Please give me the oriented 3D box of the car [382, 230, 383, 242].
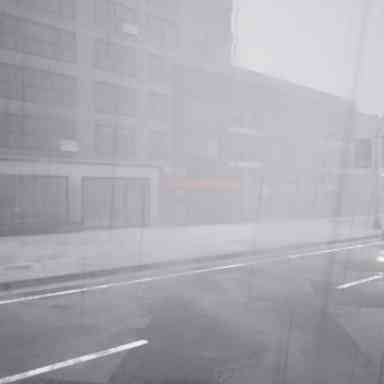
[{"bbox_3d":[10.563,1.711,15.211,4.892,1.490,1.837,1,-1,-35],"label":"car"}]
